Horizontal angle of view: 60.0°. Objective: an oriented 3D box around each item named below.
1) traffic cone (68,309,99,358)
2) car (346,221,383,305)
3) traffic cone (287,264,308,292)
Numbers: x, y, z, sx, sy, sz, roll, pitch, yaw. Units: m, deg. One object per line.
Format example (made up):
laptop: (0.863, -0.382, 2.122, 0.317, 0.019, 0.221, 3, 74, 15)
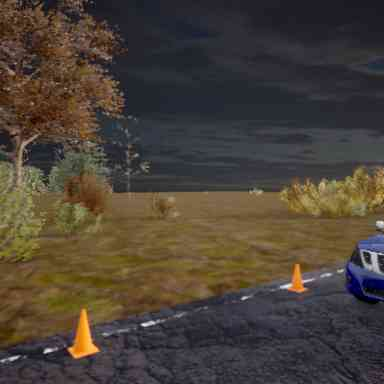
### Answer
traffic cone: (-1.539, 1.961, 4.731, 0.340, 0.580, 0.340, 0, 0, -36)
car: (5.527, 1.211, 7.056, 5.566, 2.045, 2.150, 0, 0, -38)
traffic cone: (2.437, 1.953, 7.678, 0.340, 0.580, 0.340, 0, 0, -37)
